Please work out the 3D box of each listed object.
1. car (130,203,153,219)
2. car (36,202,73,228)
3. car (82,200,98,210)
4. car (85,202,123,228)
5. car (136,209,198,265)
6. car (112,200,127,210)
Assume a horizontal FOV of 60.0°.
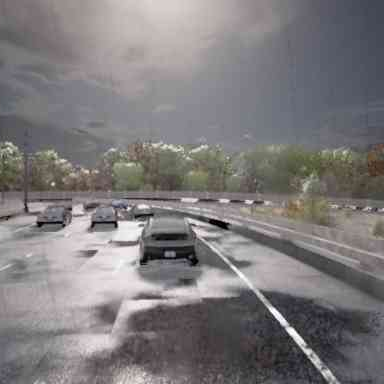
[{"bbox_3d":[-4.775,1.768,31.688,1.994,1.385,4.181,0,0,-17],"label":"car"},{"bbox_3d":[-9.826,1.733,24.009,2.033,1.411,5.357,0,0,-14],"label":"car"},{"bbox_3d":[-13.967,1.836,46.099,1.837,1.490,4.892,0,-1,-25],"label":"car"},{"bbox_3d":[-6.273,1.716,24.048,2.033,1.411,5.357,0,0,-13],"label":"car"},{"bbox_3d":[-0.889,1.579,12.097,1.837,1.490,4.892,0,0,-6],"label":"car"},{"bbox_3d":[-10.522,1.846,47.009,1.812,1.442,4.674,0,-1,-25],"label":"car"}]
